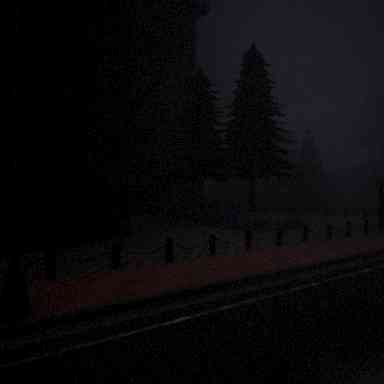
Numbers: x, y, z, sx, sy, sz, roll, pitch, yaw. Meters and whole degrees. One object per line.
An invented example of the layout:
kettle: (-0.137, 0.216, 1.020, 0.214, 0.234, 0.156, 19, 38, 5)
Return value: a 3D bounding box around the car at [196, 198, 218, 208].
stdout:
car: (2.004, 1.611, 50.307, 1.812, 1.442, 4.674, 0, 0, -35)
